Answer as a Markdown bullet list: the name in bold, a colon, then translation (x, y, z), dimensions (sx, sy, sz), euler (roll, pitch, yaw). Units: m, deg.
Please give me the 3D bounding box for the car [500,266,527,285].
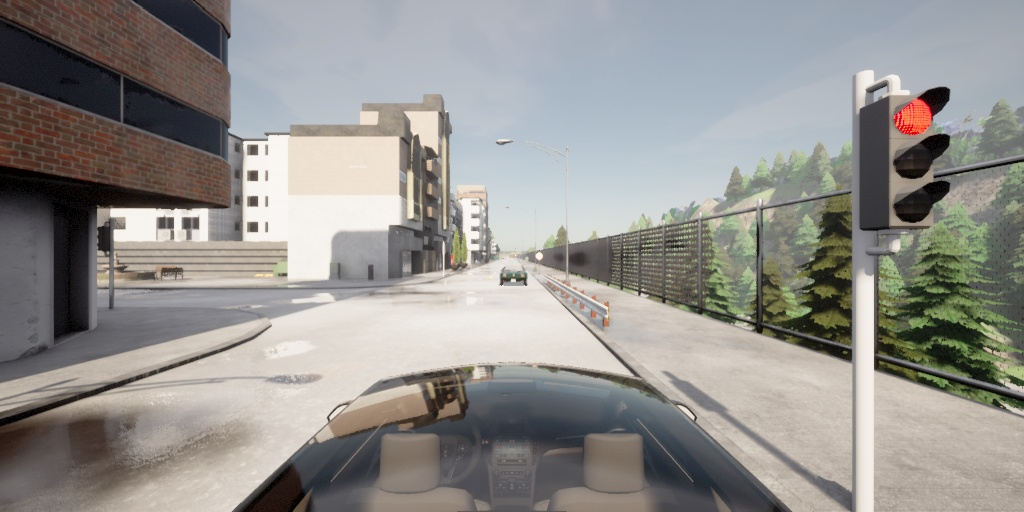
- **car**: translation (0.110, 1.347, 26.189), dimensions (1.895, 1.301, 4.718), euler (0, 0, 0)
